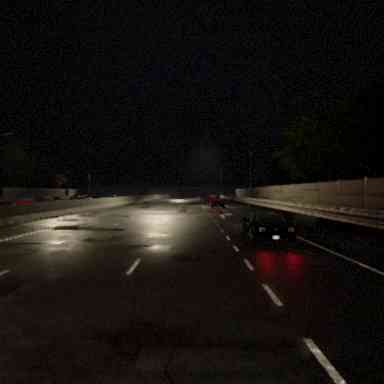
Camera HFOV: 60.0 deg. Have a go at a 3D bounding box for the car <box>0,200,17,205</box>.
[{"bbox_3d":[-17.590,1.528,28.823,1.812,1.442,4.674,0,0,0],"label":"car"}]

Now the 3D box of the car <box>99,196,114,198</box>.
[{"bbox_3d":[-17.453,1.486,69.900,1.882,1.535,5.008,0,0,0],"label":"car"}]

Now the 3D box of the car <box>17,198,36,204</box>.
[{"bbox_3d":[-28.003,1.623,55.570,1.895,1.301,4.718,0,0,1],"label":"car"}]

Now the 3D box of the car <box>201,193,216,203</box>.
[{"bbox_3d":[3.555,1.527,72.199,1.882,1.535,5.008,0,0,0],"label":"car"}]

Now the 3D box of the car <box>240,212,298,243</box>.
[{"bbox_3d":[3.500,1.600,16.064,1.895,1.301,4.718,0,0,0],"label":"car"}]

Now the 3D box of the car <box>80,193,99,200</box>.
[{"bbox_3d":[-20.953,1.234,69.883,2.150,2.045,5.566,0,0,0],"label":"car"}]

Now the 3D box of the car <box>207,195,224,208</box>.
[{"bbox_3d":[3.503,1.538,46.792,1.812,1.442,4.674,0,0,0],"label":"car"}]

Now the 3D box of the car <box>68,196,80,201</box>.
[{"bbox_3d":[-24.453,1.561,69.925,1.994,1.385,4.181,0,0,0],"label":"car"}]
